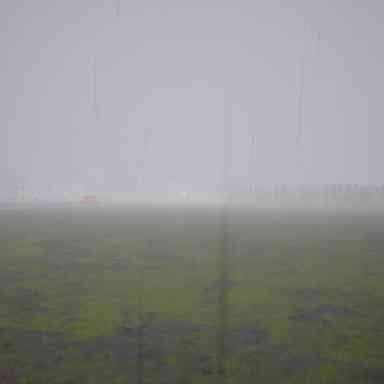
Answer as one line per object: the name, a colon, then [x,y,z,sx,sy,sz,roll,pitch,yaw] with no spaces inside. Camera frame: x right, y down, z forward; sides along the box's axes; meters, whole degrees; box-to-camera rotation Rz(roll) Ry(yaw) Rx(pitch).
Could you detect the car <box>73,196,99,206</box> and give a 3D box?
car: [-18.628,1.431,58.440,2.097,1.767,4.553,0,0,36]
